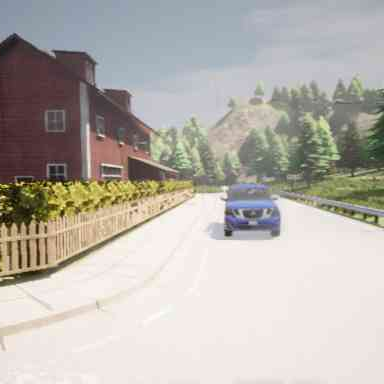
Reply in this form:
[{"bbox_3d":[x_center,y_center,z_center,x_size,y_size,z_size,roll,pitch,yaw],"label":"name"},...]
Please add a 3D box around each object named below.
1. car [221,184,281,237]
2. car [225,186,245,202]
[{"bbox_3d":[2.482,0.673,14.802,2.150,2.045,5.566,-1,2,6],"label":"car"},{"bbox_3d":[4.750,0.155,37.410,2.128,1.511,4.902,-1,2,6],"label":"car"}]
